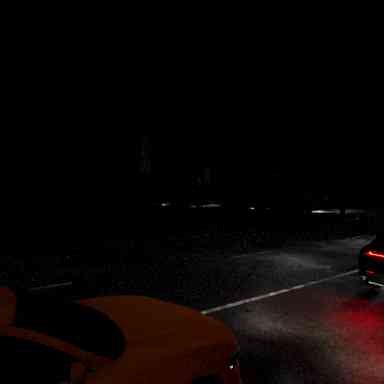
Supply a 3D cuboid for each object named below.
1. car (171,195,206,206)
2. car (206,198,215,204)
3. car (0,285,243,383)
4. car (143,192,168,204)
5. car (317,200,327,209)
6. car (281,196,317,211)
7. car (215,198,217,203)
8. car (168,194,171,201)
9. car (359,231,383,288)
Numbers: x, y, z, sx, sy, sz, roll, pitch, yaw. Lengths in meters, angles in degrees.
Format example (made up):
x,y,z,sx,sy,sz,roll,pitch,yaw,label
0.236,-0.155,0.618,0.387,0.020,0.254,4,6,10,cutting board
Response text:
x,y,z,sx,sy,sz,roll,pitch,yaw,label
-0.589,1.300,50.959,1.837,1.490,4.892,-1,0,-39,car
0.924,1.257,54.672,2.128,1.511,4.902,-1,0,-39,car
-1.813,1.478,2.437,5.008,1.535,1.882,0,0,-36,car
-7.115,1.021,59.149,2.150,2.045,5.566,-1,0,-38,car
13.387,1.233,39.136,1.882,1.535,5.008,-1,0,-39,car
10.978,1.350,36.549,1.994,1.385,4.181,-1,0,-39,car
6.148,1.304,59.643,1.895,1.301,4.718,-1,0,-39,car
-6.104,1.238,74.804,2.128,1.511,4.902,-1,0,-38,car
5.900,1.468,7.959,4.892,1.490,1.837,0,0,-35,car
